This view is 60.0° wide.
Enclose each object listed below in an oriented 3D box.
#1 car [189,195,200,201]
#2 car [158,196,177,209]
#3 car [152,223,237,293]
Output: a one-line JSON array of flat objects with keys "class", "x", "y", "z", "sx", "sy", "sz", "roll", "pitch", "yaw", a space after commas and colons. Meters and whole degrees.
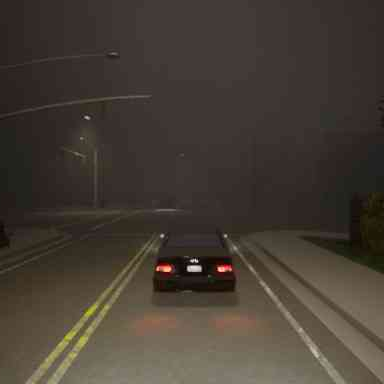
[{"class": "car", "x": 0.535, "y": 1.444, "z": 79.015, "sx": 2.033, "sy": 1.411, "sz": 5.357, "roll": 0, "pitch": 0, "yaw": 12}, {"class": "car", "x": -3.394, "y": 1.530, "z": 43.866, "sx": 1.994, "sy": 1.385, "sz": 4.181, "roll": 0, "pitch": 0, "yaw": -6}, {"class": "car", "x": 0.051, "y": 1.538, "z": 8.984, "sx": 2.033, "sy": 1.411, "sz": 5.357, "roll": 0, "pitch": 0, "yaw": 0}]
